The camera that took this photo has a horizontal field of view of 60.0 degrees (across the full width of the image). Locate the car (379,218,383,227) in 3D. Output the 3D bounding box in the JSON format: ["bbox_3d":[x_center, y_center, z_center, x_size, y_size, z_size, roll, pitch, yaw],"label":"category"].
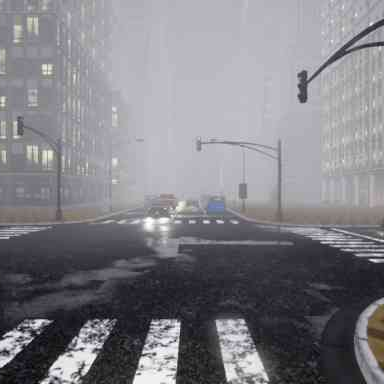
[{"bbox_3d":[14.401,1.685,20.126,5.357,1.411,2.033,0,0,-1],"label":"car"}]

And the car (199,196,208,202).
[{"bbox_3d":[2.764,1.561,80.251,1.947,1.339,4.313,0,0,0],"label":"car"}]

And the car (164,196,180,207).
[{"bbox_3d":[-3.132,1.491,53.256,2.128,1.511,4.902,0,0,0],"label":"car"}]

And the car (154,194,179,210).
[{"bbox_3d":[-3.174,1.221,42.952,2.150,2.045,5.566,0,0,1],"label":"car"}]

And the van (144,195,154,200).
[{"bbox_3d":[-5.752,1.340,47.049,1.690,1.788,3.998,0,0,0],"label":"van"}]

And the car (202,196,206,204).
[{"bbox_3d":[2.628,1.544,41.479,1.887,1.381,4.507,0,0,0],"label":"car"}]

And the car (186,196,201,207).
[{"bbox_3d":[0.051,1.600,51.707,1.895,1.301,4.718,0,0,0],"label":"car"}]

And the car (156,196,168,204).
[{"bbox_3d":[-5.685,1.564,63.667,1.947,1.339,4.313,0,0,0],"label":"car"}]

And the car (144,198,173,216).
[{"bbox_3d":[-3.223,1.600,32.908,1.895,1.301,4.718,0,0,0],"label":"car"}]

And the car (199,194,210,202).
[{"bbox_3d":[2.742,1.311,74.712,2.192,1.841,5.009,0,0,0],"label":"car"}]

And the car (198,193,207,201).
[{"bbox_3d":[2.788,1.309,85.790,2.192,1.841,5.009,0,0,0],"label":"car"}]

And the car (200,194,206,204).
[{"bbox_3d":[2.696,1.313,63.633,2.192,1.841,5.009,0,0,0],"label":"car"}]

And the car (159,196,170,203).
[{"bbox_3d":[-5.662,1.548,69.205,2.008,1.369,4.403,0,0,0],"label":"car"}]

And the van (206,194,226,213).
[{"bbox_3d":[2.696,1.341,35.940,1.690,1.788,3.998,0,0,0],"label":"van"}]

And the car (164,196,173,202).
[{"bbox_3d":[-5.616,1.577,80.285,1.802,1.307,4.206,0,0,0],"label":"car"}]

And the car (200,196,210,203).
[{"bbox_3d":[2.718,1.542,69.172,1.887,1.381,4.507,0,0,0],"label":"car"}]
